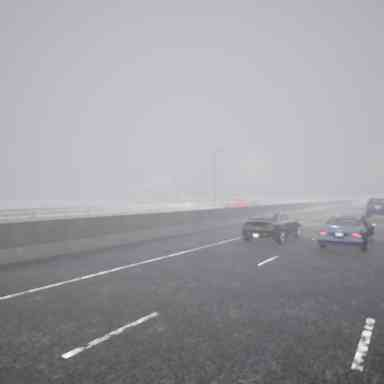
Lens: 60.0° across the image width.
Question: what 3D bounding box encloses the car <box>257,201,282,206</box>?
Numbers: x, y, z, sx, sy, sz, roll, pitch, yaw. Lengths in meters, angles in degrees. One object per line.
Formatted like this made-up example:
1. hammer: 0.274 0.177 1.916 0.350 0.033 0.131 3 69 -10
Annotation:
1. car: 11.693 2.077 48.233 2.128 1.511 4.902 -1 -1 33

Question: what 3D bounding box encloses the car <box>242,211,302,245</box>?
1. car: 4.187 1.715 16.985 1.837 1.490 4.892 -1 -1 33

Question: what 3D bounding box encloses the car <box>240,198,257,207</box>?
1. car: 9.662 2.142 51.511 1.837 1.490 4.892 -1 -1 33

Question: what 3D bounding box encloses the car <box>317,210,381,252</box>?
1. car: 7.053 1.721 14.970 2.033 1.411 5.357 -1 -1 33

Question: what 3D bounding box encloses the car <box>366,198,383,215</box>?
1. car: 18.309 1.576 32.403 2.150 2.045 5.566 -1 -1 33

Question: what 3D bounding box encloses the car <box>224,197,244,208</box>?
1. car: 7.251 1.905 54.213 2.150 2.045 5.566 -1 -1 33
